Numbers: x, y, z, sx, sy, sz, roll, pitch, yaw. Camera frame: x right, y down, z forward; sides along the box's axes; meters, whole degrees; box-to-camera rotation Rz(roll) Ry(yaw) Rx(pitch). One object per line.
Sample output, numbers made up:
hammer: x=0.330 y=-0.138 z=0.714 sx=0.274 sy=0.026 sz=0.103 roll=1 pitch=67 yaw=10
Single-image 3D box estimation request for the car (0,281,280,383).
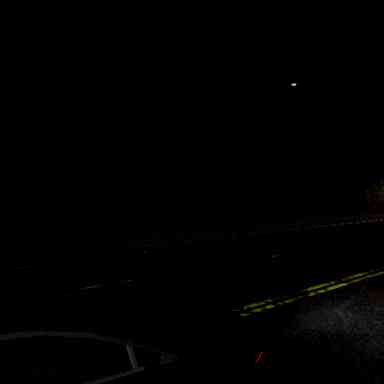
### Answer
car: x=-1.390 y=1.492 z=2.472 sx=4.902 sy=1.511 sz=2.128 roll=0 pitch=0 yaw=-36
